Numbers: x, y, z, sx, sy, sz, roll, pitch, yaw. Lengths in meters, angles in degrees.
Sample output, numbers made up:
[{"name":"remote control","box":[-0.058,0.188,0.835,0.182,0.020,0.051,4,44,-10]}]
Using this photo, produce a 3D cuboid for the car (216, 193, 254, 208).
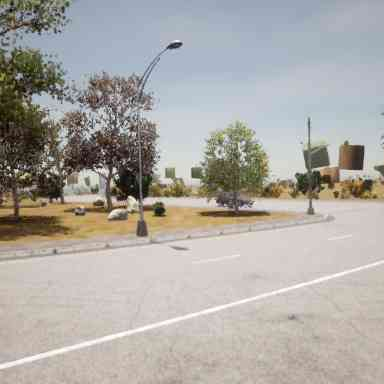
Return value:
[{"name":"car","box":[4.867,0.878,37.896,1.837,1.490,4.892,-2,2,-39]}]

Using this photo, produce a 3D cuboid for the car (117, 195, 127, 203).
[{"name":"car","box":[-11.320,0.982,58.016,1.882,1.535,5.008,-2,1,-39]}]
